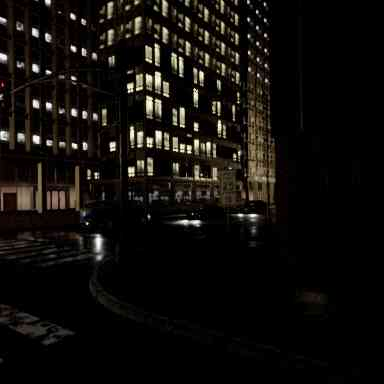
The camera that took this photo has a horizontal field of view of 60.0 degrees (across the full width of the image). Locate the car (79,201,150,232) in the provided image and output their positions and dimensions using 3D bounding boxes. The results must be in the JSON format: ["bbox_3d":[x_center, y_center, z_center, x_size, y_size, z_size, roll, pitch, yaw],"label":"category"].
[{"bbox_3d":[-4.658,1.567,20.981,1.837,1.490,4.892,-1,-1,33],"label":"car"}]

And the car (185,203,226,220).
[{"bbox_3d":[1.205,1.645,29.083,1.994,1.385,4.181,-1,-1,36],"label":"car"}]

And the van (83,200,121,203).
[{"bbox_3d":[-6.000,1.456,23.516,1.690,1.788,3.998,-2,-1,36],"label":"van"}]

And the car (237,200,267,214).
[{"bbox_3d":[7.105,1.628,37.269,1.812,1.442,4.674,-1,-1,36],"label":"car"}]
